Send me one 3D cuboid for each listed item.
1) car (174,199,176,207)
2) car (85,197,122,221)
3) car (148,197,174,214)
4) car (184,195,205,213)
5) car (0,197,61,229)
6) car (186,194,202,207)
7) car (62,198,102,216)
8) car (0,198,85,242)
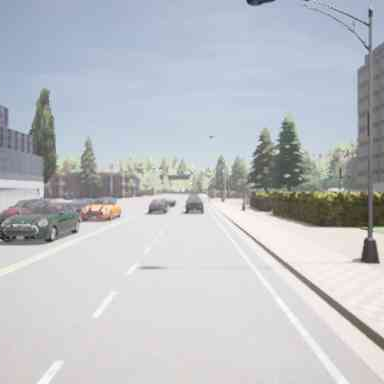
[{"bbox_3d":[-3.221,1.398,47.053,1.895,1.301,4.718,0,0,1],"label":"car"},{"bbox_3d":[-6.945,1.238,25.963,2.097,1.767,4.553,0,0,1],"label":"car"},{"bbox_3d":[-3.318,1.401,33.805,2.033,1.411,5.357,0,0,0],"label":"car"},{"bbox_3d":[0.279,1.359,34.170,1.837,1.490,4.892,0,1,0],"label":"car"},{"bbox_3d":[-10.479,1.256,21.539,2.097,1.767,4.553,0,0,0],"label":"car"},{"bbox_3d":[0.285,1.149,47.091,2.097,1.767,4.553,0,0,1],"label":"car"},{"bbox_3d":[-10.378,1.351,31.798,2.128,1.511,4.902,0,0,1],"label":"car"},{"bbox_3d":[-7.017,1.281,15.848,2.097,1.767,4.553,0,0,0],"label":"car"}]
